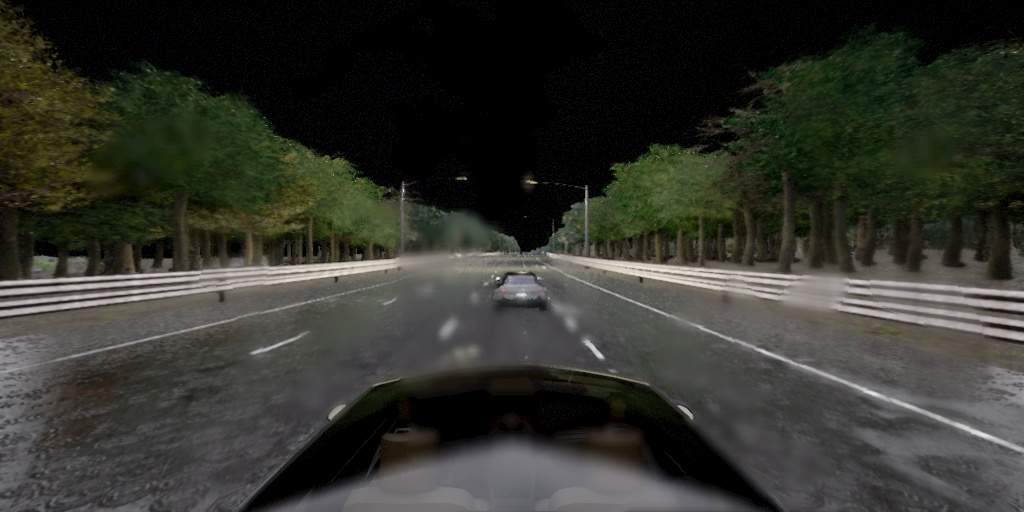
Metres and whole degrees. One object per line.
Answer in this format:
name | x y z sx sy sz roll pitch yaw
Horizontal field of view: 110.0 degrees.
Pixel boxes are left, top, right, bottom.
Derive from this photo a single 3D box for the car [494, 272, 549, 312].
car | 0.306 1.312 14.277 1.994 1.385 4.181 0 0 -2
